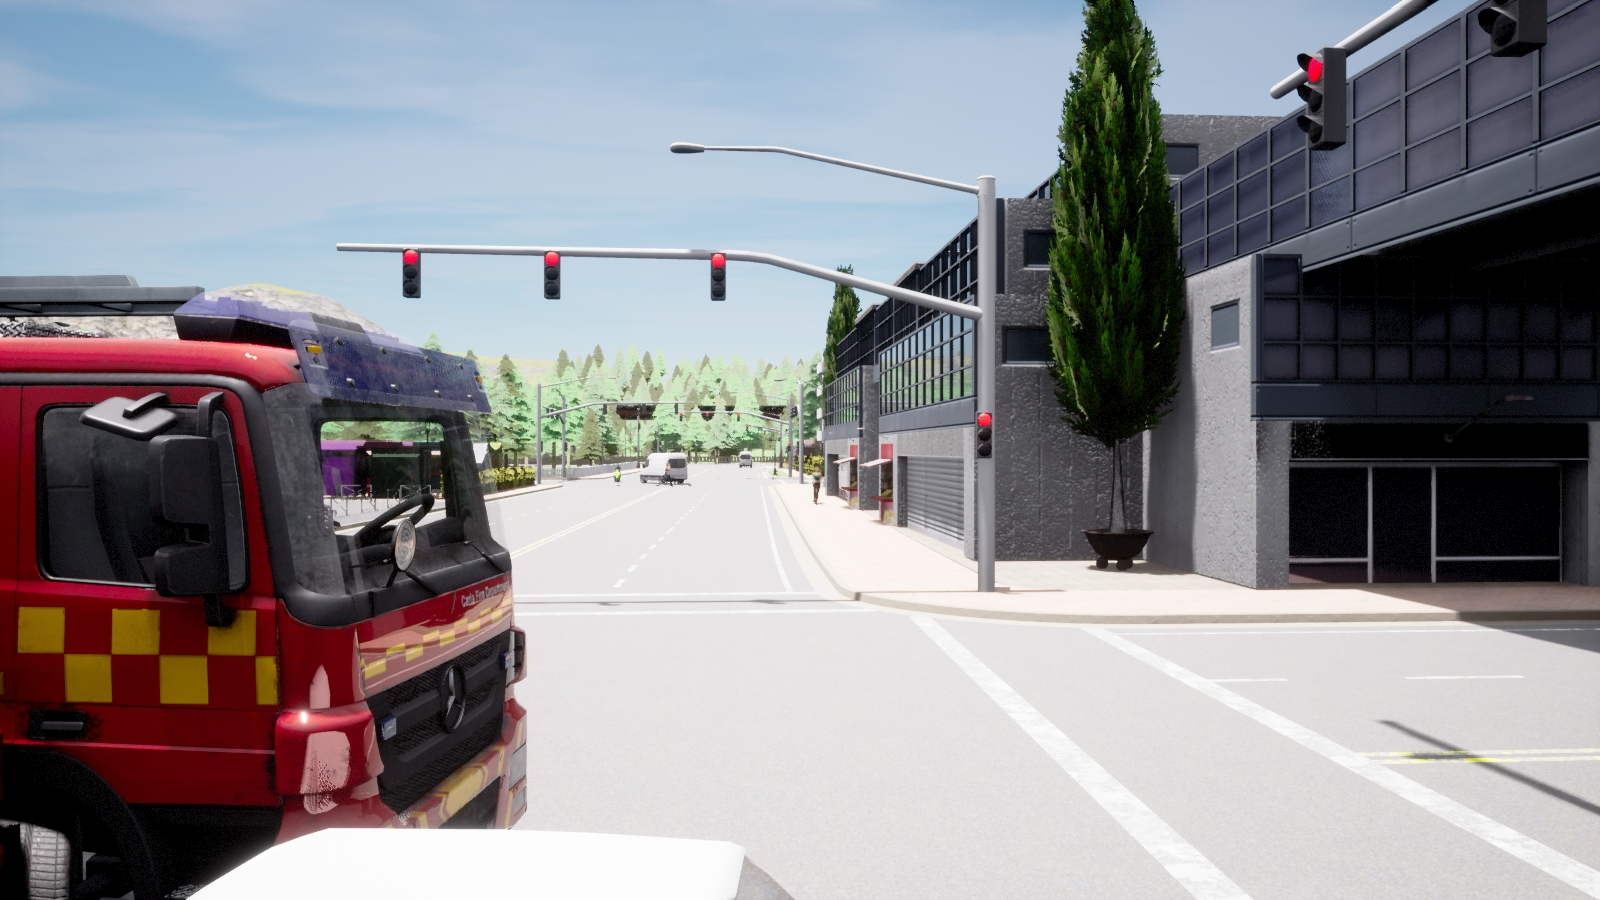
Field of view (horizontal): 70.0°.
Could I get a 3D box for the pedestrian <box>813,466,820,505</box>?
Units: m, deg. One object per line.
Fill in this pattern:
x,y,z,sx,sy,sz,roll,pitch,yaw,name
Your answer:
0.794,1.696,54.928,0.375,1.860,0.375,0,0,0,pedestrian

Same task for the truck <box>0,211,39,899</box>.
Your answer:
-7.587,0.890,3.490,8.468,3.827,2.891,0,0,-3,truck

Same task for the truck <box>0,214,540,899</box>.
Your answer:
-6.102,0.890,6.659,8.468,3.827,2.891,0,0,4,truck

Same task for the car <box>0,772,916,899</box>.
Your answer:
-1.549,2.065,3.579,3.806,1.475,1.970,0,0,5,car
